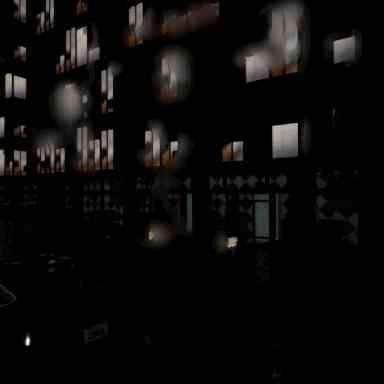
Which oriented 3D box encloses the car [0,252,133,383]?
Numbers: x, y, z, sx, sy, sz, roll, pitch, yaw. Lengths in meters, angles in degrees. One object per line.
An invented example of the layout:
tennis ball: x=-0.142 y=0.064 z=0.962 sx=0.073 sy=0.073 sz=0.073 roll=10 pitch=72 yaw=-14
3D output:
car: x=-2.733 y=1.566 z=4.836 sx=4.313 sy=1.339 sz=1.947 roll=0 pitch=0 yaw=36
